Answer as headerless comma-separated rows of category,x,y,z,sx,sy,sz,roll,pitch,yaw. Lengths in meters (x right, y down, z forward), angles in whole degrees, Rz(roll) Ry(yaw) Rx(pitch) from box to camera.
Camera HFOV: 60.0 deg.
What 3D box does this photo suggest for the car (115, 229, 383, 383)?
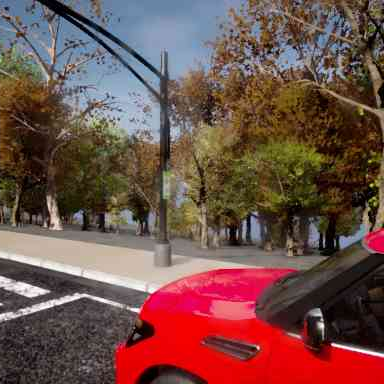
car,1.976,1.221,2.304,5.566,2.045,2.150,0,0,34
